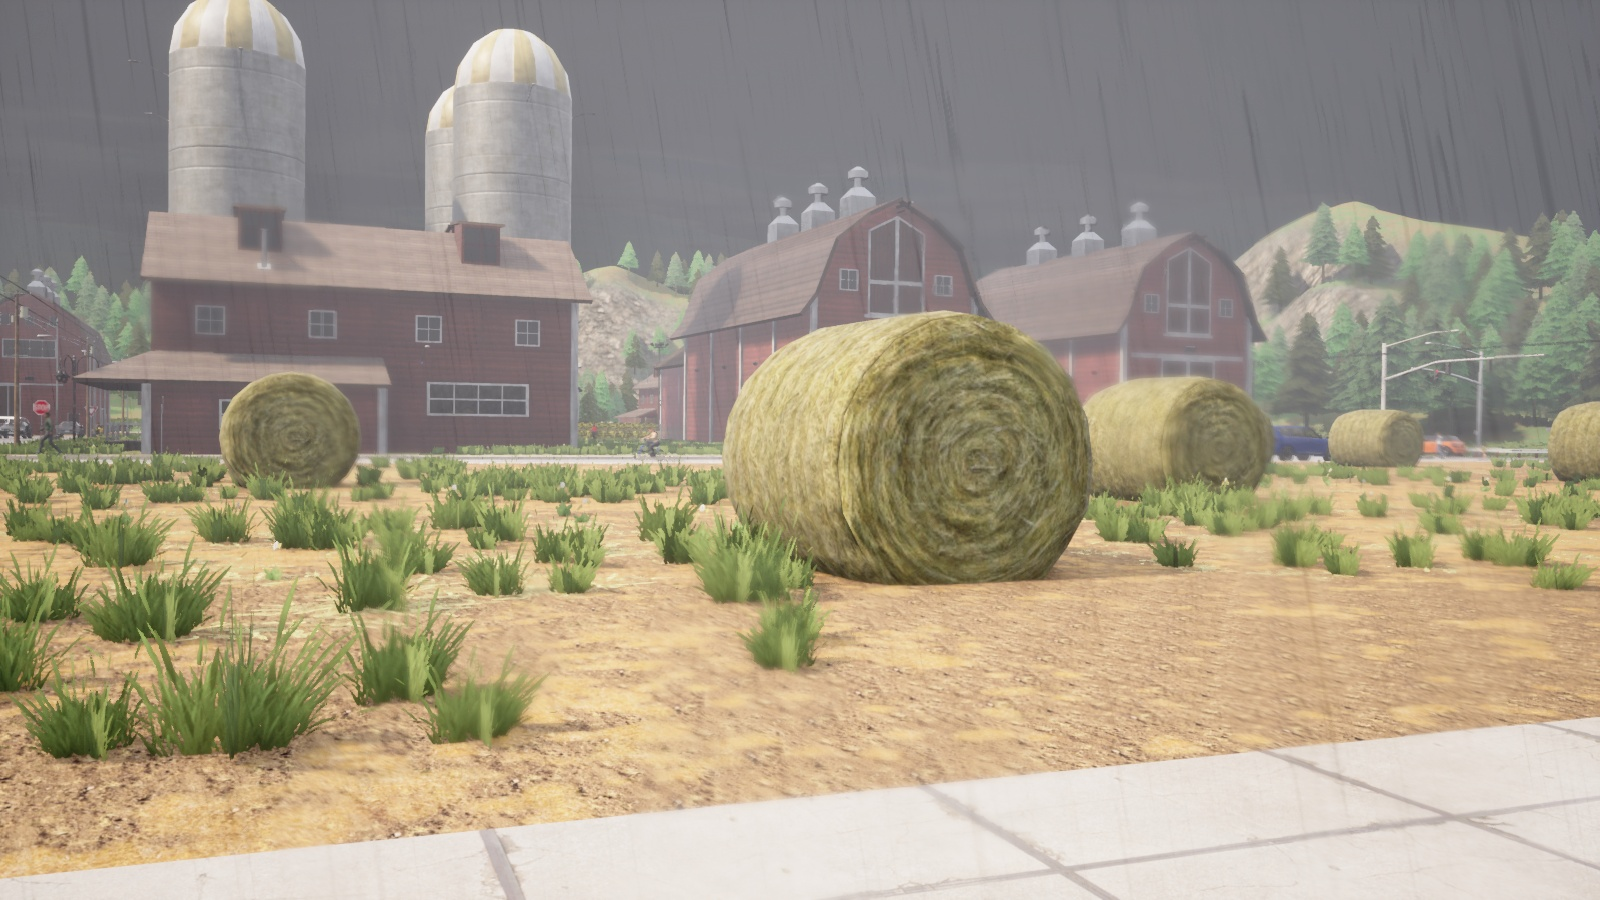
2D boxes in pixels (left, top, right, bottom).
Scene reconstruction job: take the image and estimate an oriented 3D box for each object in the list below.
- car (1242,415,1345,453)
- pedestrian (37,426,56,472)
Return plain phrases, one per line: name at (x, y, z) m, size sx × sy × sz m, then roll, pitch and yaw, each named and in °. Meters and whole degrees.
car at (27.739, -0.922, 70.534) m, size 5.566 × 2.045 × 2.150 m, roll -1°, pitch 1°, yaw -25°
pedestrian at (-30.834, -0.034, 51.373) m, size 0.614 × 1.847 × 0.353 m, roll -1°, pitch 1°, yaw -27°
